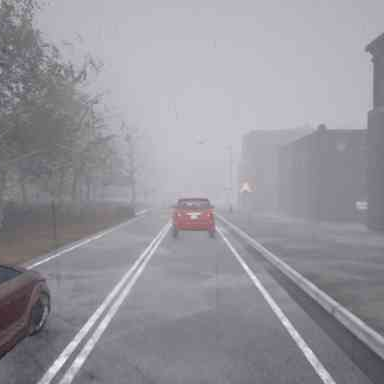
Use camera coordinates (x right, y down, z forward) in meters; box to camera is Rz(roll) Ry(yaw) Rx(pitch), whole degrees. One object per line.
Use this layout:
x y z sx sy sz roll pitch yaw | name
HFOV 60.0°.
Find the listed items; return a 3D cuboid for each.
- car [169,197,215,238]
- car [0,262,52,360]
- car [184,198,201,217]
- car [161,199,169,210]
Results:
0.087 1.293 18.419 2.150 2.045 5.566 0 0 0 | car
-3.351 1.567 3.905 1.994 1.385 4.181 0 0 0 | car
0.040 1.612 36.597 1.812 1.442 4.674 0 6 0 | car
-3.425 1.814 48.280 2.128 1.511 4.902 0 -1 0 | car
